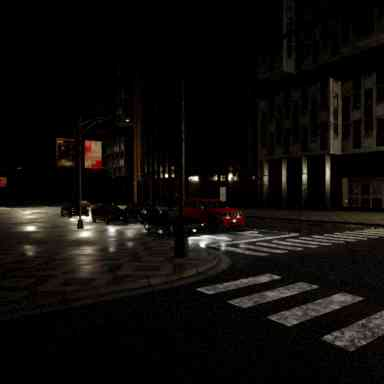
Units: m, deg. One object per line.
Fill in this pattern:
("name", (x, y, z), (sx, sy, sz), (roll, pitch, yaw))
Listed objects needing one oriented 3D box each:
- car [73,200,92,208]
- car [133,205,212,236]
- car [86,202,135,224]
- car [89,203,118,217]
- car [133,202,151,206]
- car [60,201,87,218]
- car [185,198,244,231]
("car", (-21.964, 2.406, 66.459), (2.033, 1.411, 5.357), (0, -1, -36))
("car", (-1.411, 1.793, 20.665), (2.033, 1.411, 5.357), (0, -1, -36))
("car", (-7.101, 1.855, 28.616), (1.882, 1.535, 5.008), (0, -1, -36))
("car", (-10.365, 2.024, 38.771), (1.812, 1.442, 4.674), (0, -1, -35))
("car", (-4.582, 1.716, 30.686), (2.097, 1.767, 4.553), (0, -1, -36))
("car", (-13.012, 1.867, 36.887), (2.097, 1.767, 4.553), (0, -1, -35))
("car", (1.074, 1.455, 22.822), (2.150, 2.045, 5.566), (0, -1, -34))
